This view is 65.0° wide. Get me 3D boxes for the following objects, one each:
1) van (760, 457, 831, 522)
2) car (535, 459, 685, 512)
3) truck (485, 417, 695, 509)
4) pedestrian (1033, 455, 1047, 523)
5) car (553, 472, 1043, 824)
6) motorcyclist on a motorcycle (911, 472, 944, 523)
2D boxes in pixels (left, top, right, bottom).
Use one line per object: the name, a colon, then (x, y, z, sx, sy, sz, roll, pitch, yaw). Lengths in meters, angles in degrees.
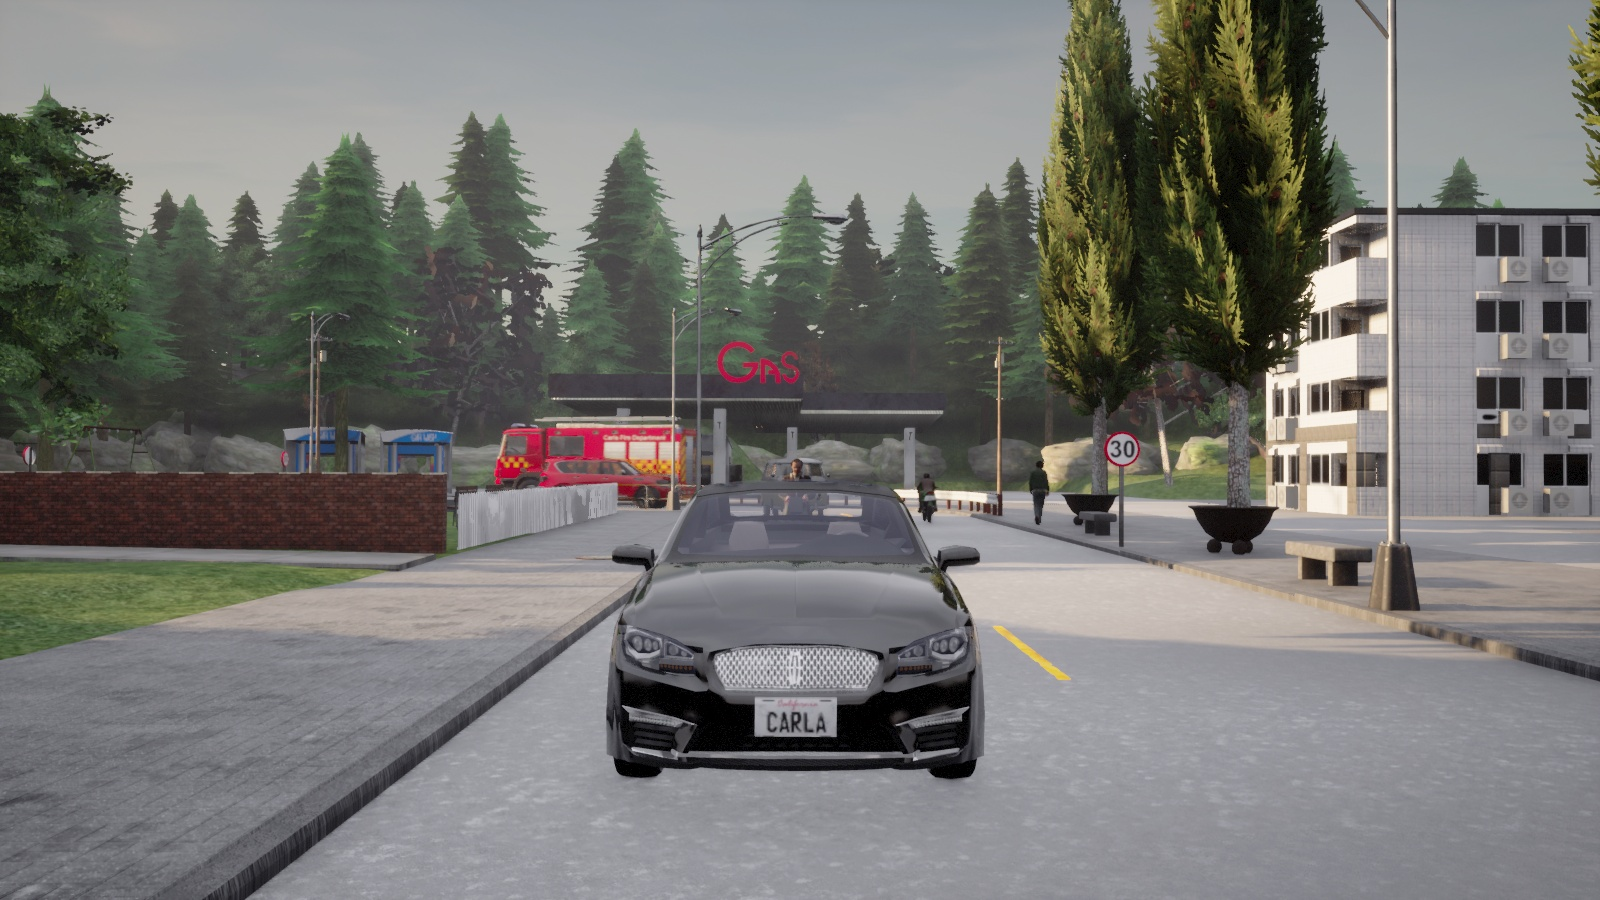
van: (-0.194, 1.253, 40.903, 1.775, 1.987, 4.442, 0, -1, -7)
car: (-7.533, 1.402, 50.020, 5.566, 2.045, 2.150, 0, -1, 5)
truck: (-9.030, 0.595, 54.253, 8.468, 3.827, 2.891, 0, -1, 11)
pedestrian: (6.640, 1.080, 34.766, 0.353, 1.847, 0.614, 0, -1, 13)
car: (-0.019, 0.903, 7.912, 2.128, 1.511, 4.902, 0, -1, 0)
motorcyclist on a motorcycle: (3.908, 1.429, 38.658, 0.797, 1.523, 2.044, 0, -1, 0)
